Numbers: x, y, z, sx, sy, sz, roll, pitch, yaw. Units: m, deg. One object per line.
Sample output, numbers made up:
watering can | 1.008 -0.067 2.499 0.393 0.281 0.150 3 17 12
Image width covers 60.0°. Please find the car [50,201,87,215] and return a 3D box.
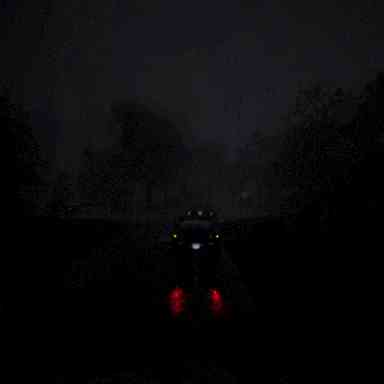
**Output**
car | -14.581 1.817 38.425 5.008 1.535 1.882 -1 -1 43

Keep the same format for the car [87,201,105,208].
car | -17.198 2.101 56.407 1.895 1.301 4.718 0 -1 34

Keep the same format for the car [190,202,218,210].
car | 0.905 1.590 26.250 2.097 1.767 4.553 0 0 8

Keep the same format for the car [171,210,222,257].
car | 0.159 1.647 13.368 1.812 1.442 4.674 0 -1 1
